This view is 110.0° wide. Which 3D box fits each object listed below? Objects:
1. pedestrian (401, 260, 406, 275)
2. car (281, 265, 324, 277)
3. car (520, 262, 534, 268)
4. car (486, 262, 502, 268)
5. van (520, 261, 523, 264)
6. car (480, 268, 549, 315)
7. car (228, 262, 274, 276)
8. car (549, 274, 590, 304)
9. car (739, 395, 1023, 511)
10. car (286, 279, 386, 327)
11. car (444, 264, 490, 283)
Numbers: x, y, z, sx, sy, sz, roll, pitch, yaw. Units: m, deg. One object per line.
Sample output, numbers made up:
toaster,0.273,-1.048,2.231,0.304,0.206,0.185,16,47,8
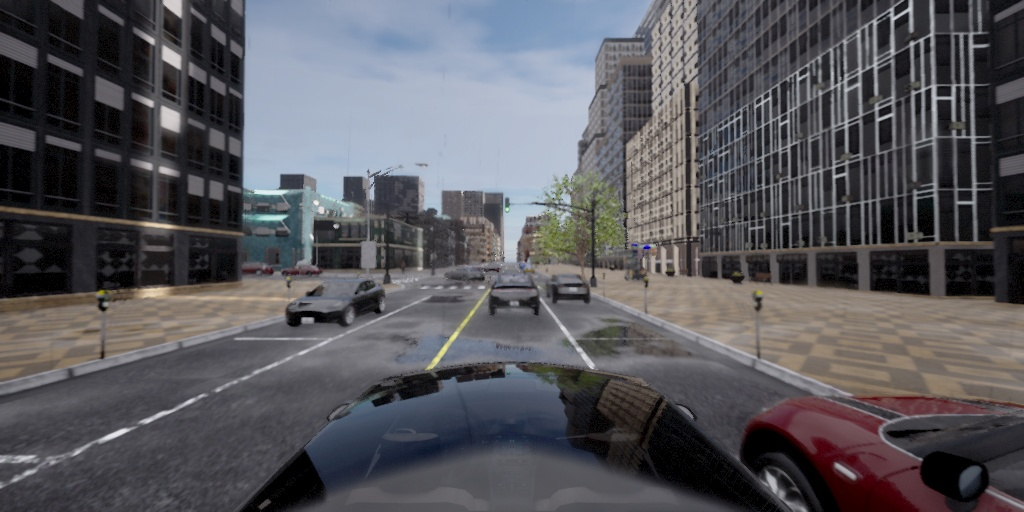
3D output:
pedestrian,-12.783,1.324,42.204,0.375,1.860,0.375,0,-2,-1
car,-22.852,1.586,39.092,4.207,1.307,1.802,0,0,-1
car,2.645,1.990,55.919,1.751,1.417,4.829,0,0,0
car,-3.111,1.849,58.151,2.097,1.767,4.553,0,-1,0
van,2.641,1.879,61.300,1.690,1.789,3.998,0,0,0
car,0.090,1.410,14.422,2.128,1.511,4.902,0,-1,0
car,-28.400,1.375,39.010,4.097,1.591,1.967,0,0,-1
car,2.678,1.527,17.723,1.948,1.339,4.313,0,0,0
car,2.693,1.182,1.107,1.967,1.591,4.097,0,0,0
car,-5.697,1.455,12.177,1.948,1.339,4.313,0,0,0
car,-4.511,1.739,33.779,4.181,1.385,1.994,-1,-1,43
